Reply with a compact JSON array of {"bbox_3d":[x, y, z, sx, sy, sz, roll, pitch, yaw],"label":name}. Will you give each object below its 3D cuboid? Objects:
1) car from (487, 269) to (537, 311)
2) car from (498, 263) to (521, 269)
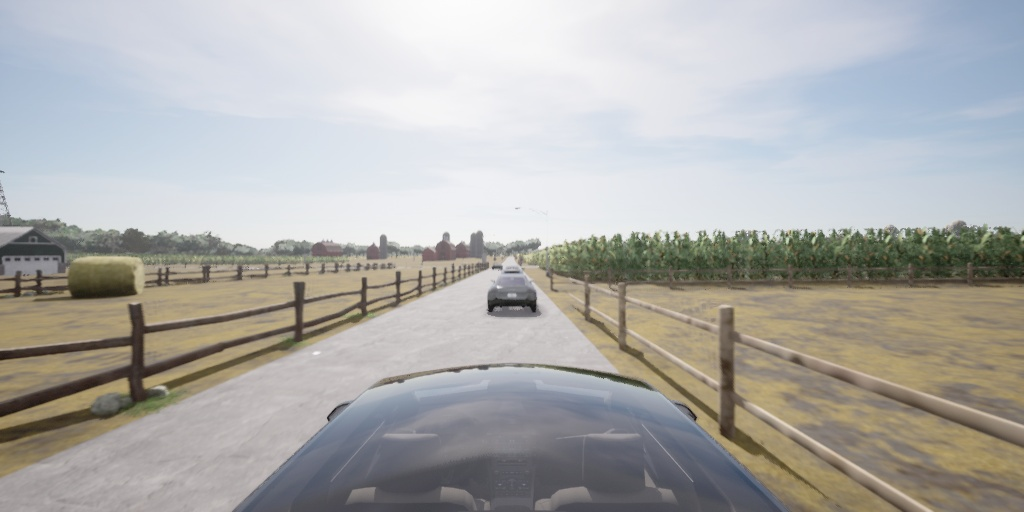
[{"bbox_3d":[0.019,1.435,15.253,1.994,1.385,4.181,0,0,0],"label":"car"},{"bbox_3d":[0.022,1.514,30.362,1.837,1.490,4.892,0,0,0],"label":"car"}]
